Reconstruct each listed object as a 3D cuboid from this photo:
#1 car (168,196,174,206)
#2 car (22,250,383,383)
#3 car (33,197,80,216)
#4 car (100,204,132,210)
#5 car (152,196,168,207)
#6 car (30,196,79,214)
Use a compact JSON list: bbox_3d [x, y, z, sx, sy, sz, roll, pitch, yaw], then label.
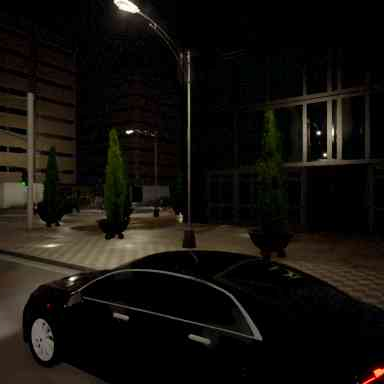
[{"bbox_3d":[-1.039,1.407,49.940,2.097,1.767,4.553,0,0,35],"label":"car"},{"bbox_3d":[-0.196,1.505,4.129,4.892,1.490,1.837,0,0,36],"label":"car"},{"bbox_3d":[-13.328,1.560,32.493,1.837,1.490,4.892,0,0,35],"label":"car"},{"bbox_3d":[-9.894,1.581,43.774,1.812,1.442,4.674,0,0,35],"label":"car"},{"bbox_3d":[-4.129,1.407,51.950,2.097,1.767,4.553,0,0,35],"label":"car"},{"bbox_3d":[-15.016,1.407,36.522,2.097,1.767,4.553,0,0,35],"label":"car"}]
